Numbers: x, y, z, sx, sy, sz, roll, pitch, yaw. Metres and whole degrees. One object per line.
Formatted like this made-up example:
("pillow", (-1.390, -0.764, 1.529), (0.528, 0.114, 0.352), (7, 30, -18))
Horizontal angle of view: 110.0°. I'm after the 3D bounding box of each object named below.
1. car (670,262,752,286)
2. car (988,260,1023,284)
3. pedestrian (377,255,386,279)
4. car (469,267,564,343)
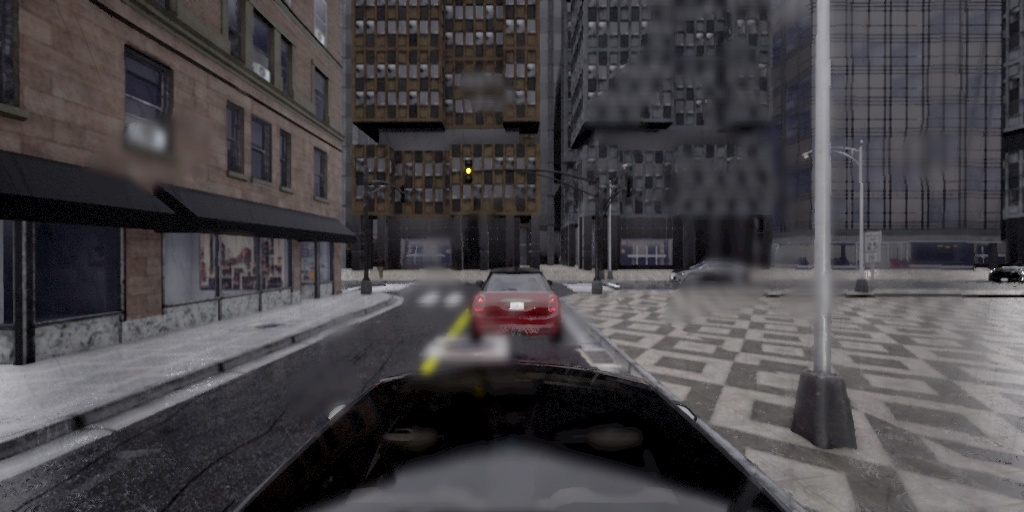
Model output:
("car", (13.038, 1.143, 23.644), (4.902, 1.511, 2.128), (0, 0, 1))
("car", (34.358, 0.977, 23.388), (4.553, 1.767, 2.097), (0, 0, 1))
("pedestrian", (-9.832, 0.814, 26.934), (0.375, 1.860, 0.375), (0, 0, 1))
("car", (0.071, 1.074, 9.750), (2.097, 1.767, 4.553), (0, 0, -1))
